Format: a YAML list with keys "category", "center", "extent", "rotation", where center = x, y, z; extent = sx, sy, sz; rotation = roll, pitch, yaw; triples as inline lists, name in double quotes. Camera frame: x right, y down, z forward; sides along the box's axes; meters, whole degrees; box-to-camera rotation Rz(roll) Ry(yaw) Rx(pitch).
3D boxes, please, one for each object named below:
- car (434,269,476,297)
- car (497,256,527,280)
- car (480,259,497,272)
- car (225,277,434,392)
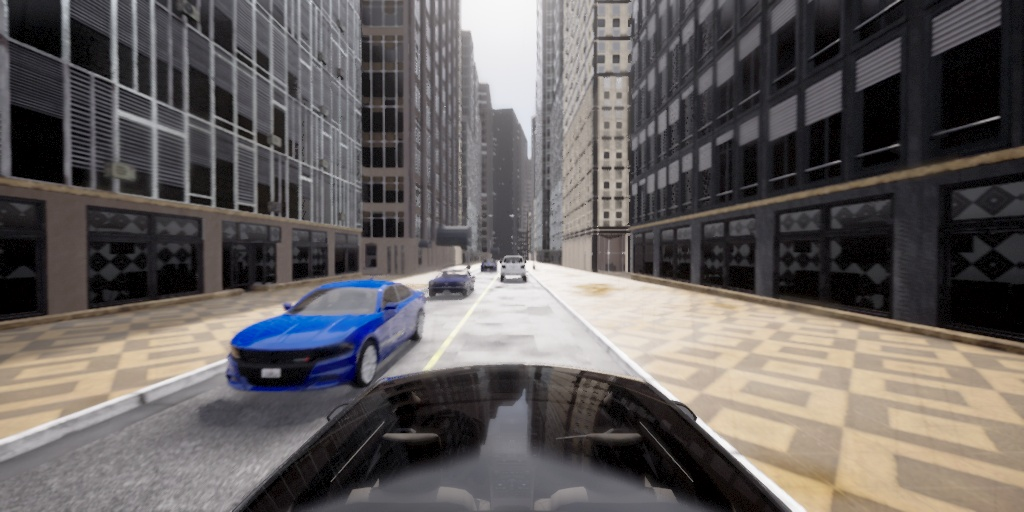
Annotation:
- category: "car"
  center: [-3.084, 1.365, 19.134]
  extent: [1.895, 1.301, 4.718]
  rotation: [0, 0, 0]
- category: "car"
  center: [0.105, 1.001, 31.258]
  extent: [2.150, 2.045, 5.566]
  rotation: [0, 0, 0]
- category: "car"
  center: [-2.993, 1.161, 47.361]
  extent: [2.097, 1.767, 4.553]
  rotation: [0, 0, 0]
- category: "car"
  center: [-3.094, 1.232, 7.104]
  extent: [1.882, 1.535, 5.008]
  rotation: [0, 0, 0]
